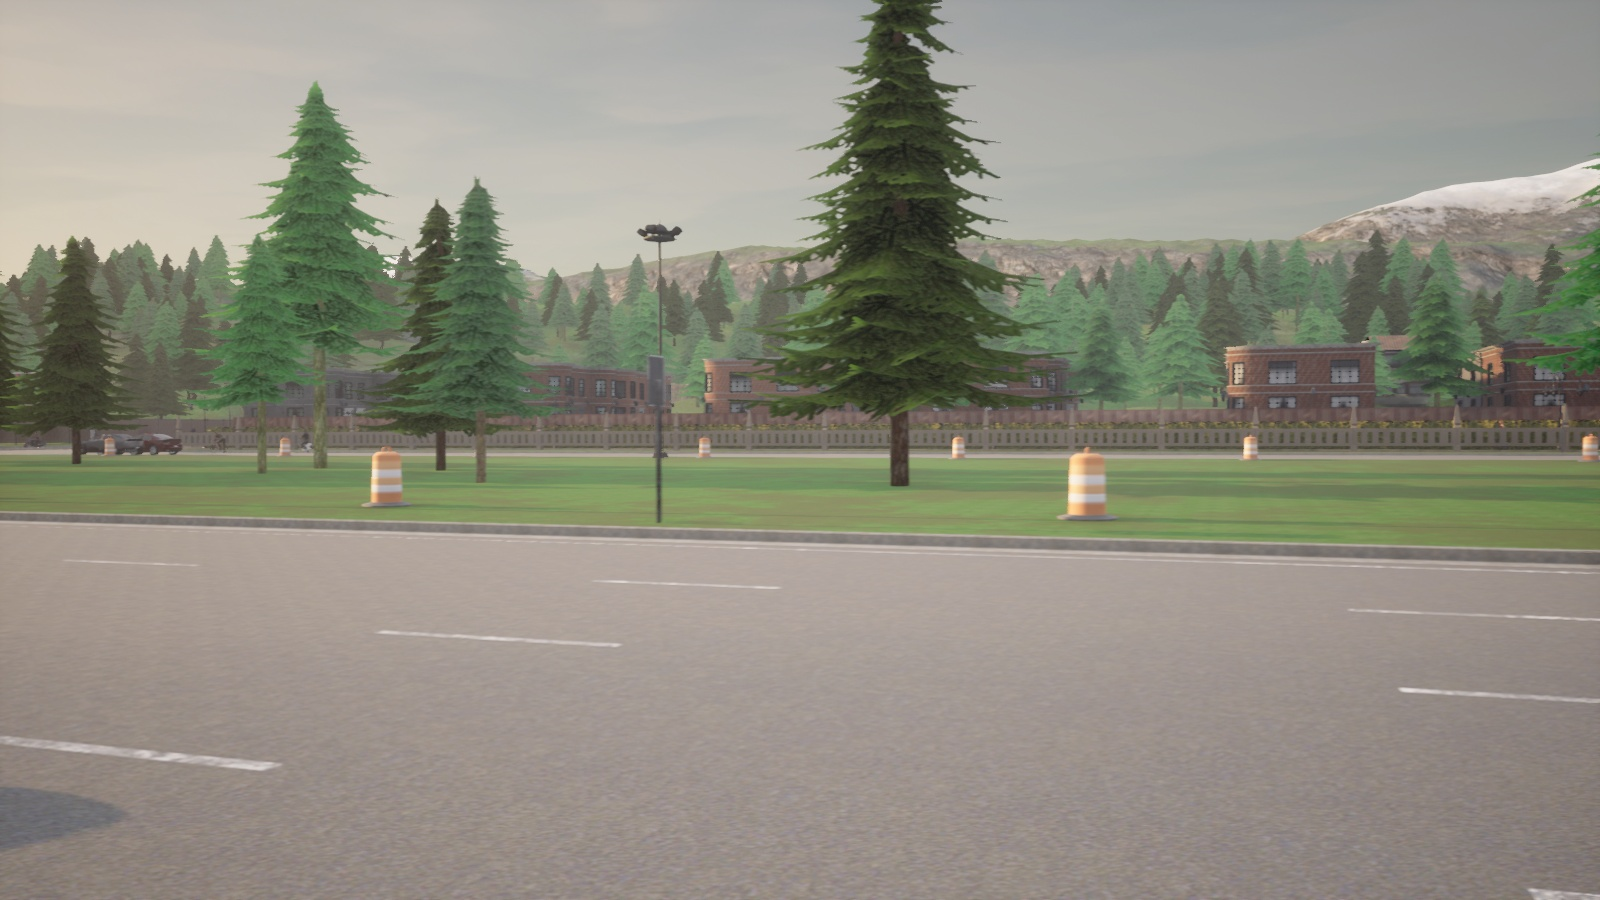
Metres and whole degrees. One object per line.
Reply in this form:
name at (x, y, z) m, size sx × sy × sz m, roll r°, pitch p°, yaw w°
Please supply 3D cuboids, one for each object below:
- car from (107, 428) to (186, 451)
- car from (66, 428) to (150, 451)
car at (-45.215, -0.758, 86.895) m, size 5.008 × 1.535 × 1.882 m, roll 1°, pitch 1°, yaw 18°
car at (-45.996, -0.727, 83.468) m, size 4.902 × 1.511 × 2.128 m, roll 1°, pitch 1°, yaw 18°
